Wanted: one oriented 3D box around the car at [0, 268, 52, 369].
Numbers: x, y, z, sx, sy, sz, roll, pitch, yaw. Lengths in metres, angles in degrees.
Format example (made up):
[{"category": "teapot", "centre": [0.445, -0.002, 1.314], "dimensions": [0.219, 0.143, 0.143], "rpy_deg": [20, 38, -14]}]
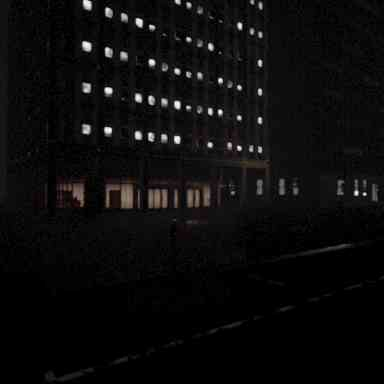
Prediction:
[{"category": "car", "centre": [-3.962, 1.553, 3.722], "dimensions": [4.403, 1.369, 2.008], "rpy_deg": [0, 1, -36]}]
